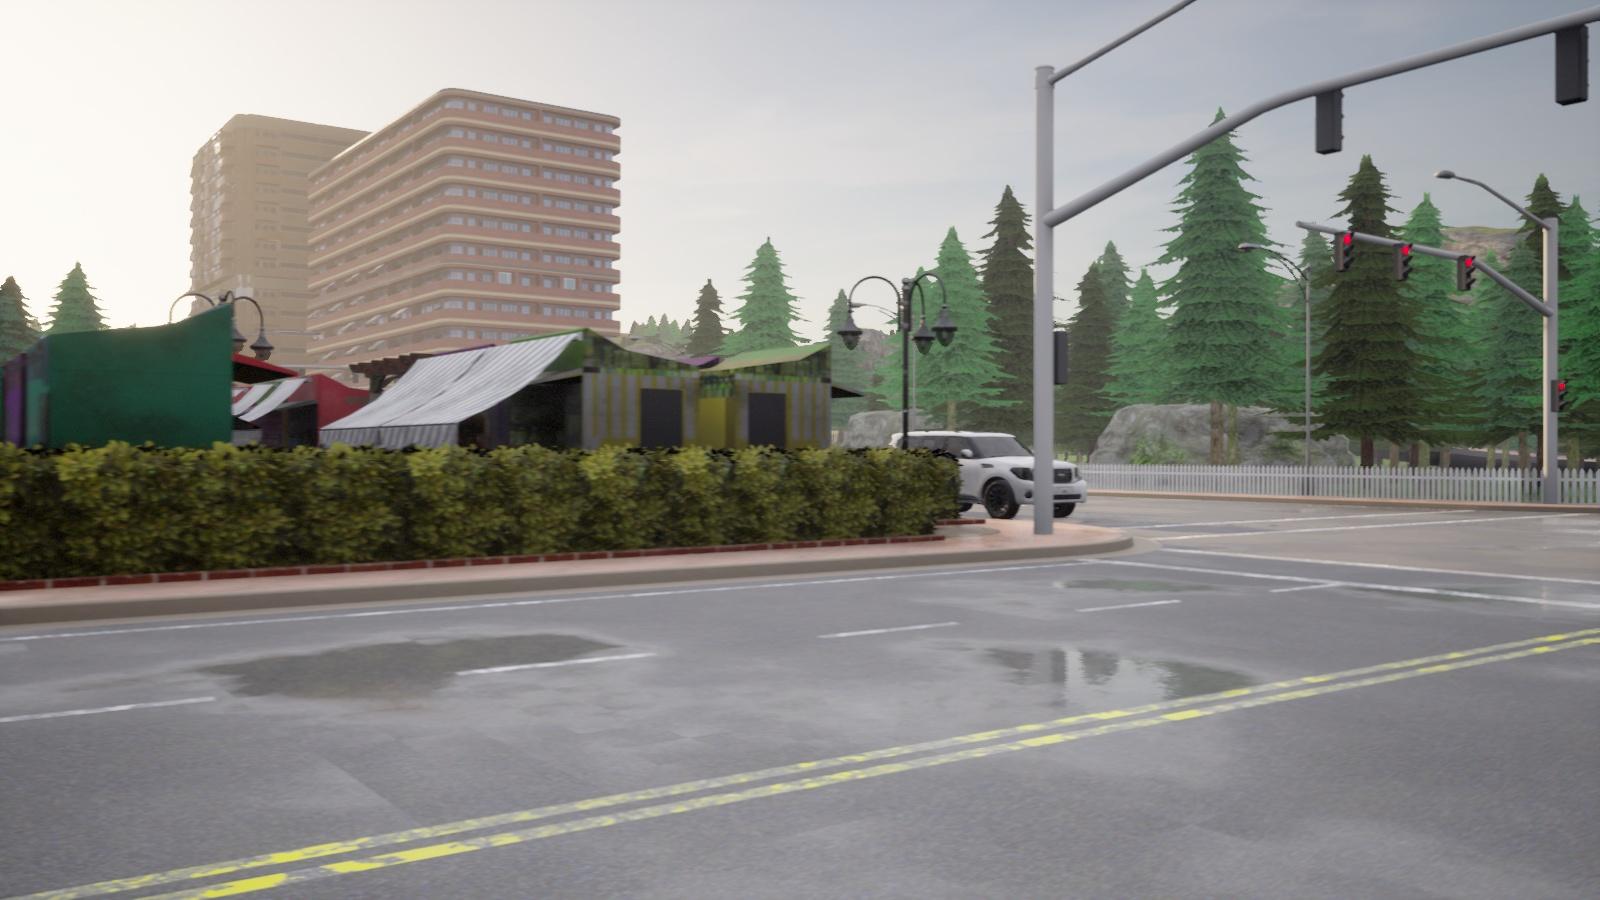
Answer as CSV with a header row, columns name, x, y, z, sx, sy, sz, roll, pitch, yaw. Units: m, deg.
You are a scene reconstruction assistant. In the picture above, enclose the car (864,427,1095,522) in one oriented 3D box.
name,x,y,z,sx,sy,sz,roll,pitch,yaw
car,4.127,0.528,29.909,2.150,2.045,5.566,0,0,-36
